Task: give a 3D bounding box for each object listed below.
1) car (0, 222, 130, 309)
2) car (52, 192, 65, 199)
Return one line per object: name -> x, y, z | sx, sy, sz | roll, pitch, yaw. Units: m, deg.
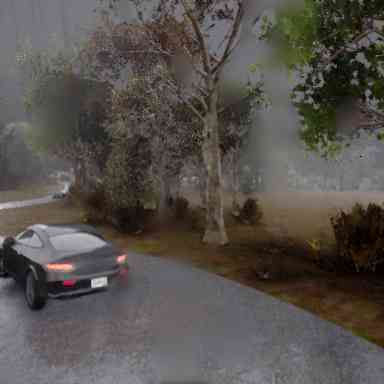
car -> -3.121, 1.424, 7.720 | 1.812, 1.442, 4.674 | 0, 1, -40
car -> -25.118, 0.619, 63.385 | 1.895, 1.301, 4.718 | -1, 2, -10
